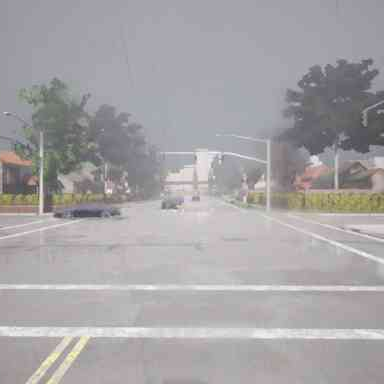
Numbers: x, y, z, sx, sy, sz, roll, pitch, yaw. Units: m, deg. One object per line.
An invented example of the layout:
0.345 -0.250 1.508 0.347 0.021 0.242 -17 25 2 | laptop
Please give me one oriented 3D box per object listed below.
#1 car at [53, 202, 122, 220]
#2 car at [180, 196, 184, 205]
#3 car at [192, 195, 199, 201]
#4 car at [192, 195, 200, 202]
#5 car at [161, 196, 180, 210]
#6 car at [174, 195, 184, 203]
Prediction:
-8.498 1.546 27.481 5.357 1.411 2.033 0 0 -14 | car
-2.769 1.545 56.636 2.033 1.411 5.357 0 0 1 | car
1.032 1.510 89.479 1.812 1.442 4.674 0 0 0 | car
0.964 1.496 79.081 1.837 1.490 4.892 0 0 0 | car
-2.873 1.502 42.809 1.837 1.490 4.892 0 0 0 | car
-2.601 1.474 69.316 1.882 1.535 5.008 0 0 0 | car
